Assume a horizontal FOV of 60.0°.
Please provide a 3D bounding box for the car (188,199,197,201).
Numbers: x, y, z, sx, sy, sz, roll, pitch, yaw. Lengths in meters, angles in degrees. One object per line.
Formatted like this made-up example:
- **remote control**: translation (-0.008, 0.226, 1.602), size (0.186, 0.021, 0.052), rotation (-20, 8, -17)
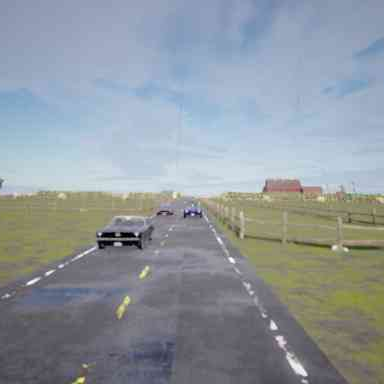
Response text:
- **car**: translation (0.071, 1.755, 44.429), size (2.097, 1.767, 4.553), rotation (0, -1, 0)

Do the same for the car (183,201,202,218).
- **car**: translation (0.083, 1.912, 34.215), size (1.895, 1.301, 4.718), rotation (0, -1, 0)

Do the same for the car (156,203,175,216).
- **car**: translation (-2.863, 1.883, 36.912), size (2.033, 1.411, 5.357), rotation (0, -1, 0)

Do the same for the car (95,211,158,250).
- **car**: translation (-2.859, 1.739, 15.079), size (1.895, 1.301, 4.718), rotation (0, -1, 0)
